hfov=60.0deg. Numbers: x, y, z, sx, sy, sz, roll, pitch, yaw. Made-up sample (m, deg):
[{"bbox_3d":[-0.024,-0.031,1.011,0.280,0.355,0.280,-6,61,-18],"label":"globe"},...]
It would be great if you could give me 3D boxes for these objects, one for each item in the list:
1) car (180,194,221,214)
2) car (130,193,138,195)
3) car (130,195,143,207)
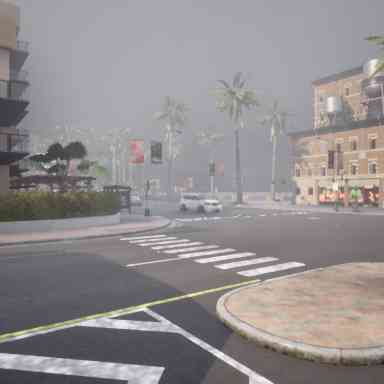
[{"bbox_3d":[0.805,1.221,35.951,2.150,2.045,5.566,0,0,-35],"label":"car"},{"bbox_3d":[-12.685,1.221,67.362,2.150,2.045,5.566,0,0,-38],"label":"car"},{"bbox_3d":[-9.380,1.548,50.476,2.033,1.411,5.357,0,0,-35],"label":"car"}]
